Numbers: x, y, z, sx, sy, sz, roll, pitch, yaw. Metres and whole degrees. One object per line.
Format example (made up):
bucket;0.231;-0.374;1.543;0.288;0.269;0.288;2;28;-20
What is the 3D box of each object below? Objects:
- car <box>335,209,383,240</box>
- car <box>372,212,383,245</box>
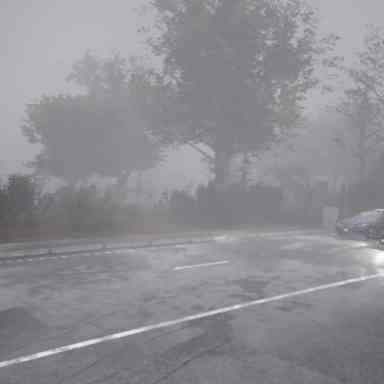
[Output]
car;9.759;1.655;17.620;4.674;1.442;1.812;1;-1;-26
car;9.754;1.659;13.670;4.181;1.385;1.994;1;-1;-28
